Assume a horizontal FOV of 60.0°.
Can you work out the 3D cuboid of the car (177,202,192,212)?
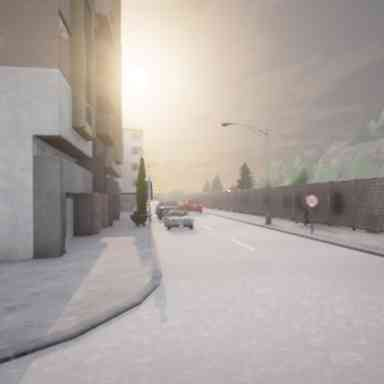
[{"bbox_3d":[-1.333,2.473,57.192,1.882,1.535,5.008,-1,-1,-8],"label":"car"}]

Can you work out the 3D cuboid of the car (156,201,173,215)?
[{"bbox_3d":[-3.794,2.183,45.356,2.097,1.767,4.553,-1,-1,-7],"label":"car"}]

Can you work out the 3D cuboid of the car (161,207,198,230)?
[{"bbox_3d":[-1.013,2.044,24.815,1.895,1.301,4.718,-1,-1,-8],"label":"car"}]

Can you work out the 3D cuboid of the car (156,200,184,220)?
[{"bbox_3d":[-2.472,1.864,35.426,2.150,2.045,5.566,-1,-1,-8],"label":"car"}]

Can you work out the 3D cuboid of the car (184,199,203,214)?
[{"bbox_3d":[0.110,2.025,47.045,2.150,2.045,5.566,-1,-1,-7],"label":"car"}]

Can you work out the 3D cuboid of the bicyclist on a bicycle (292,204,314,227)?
[{"bbox_3d":[7.699,1.639,23.082,1.656,1.620,0.582,-1,-1,-8],"label":"bicyclist on a bicycle"}]
